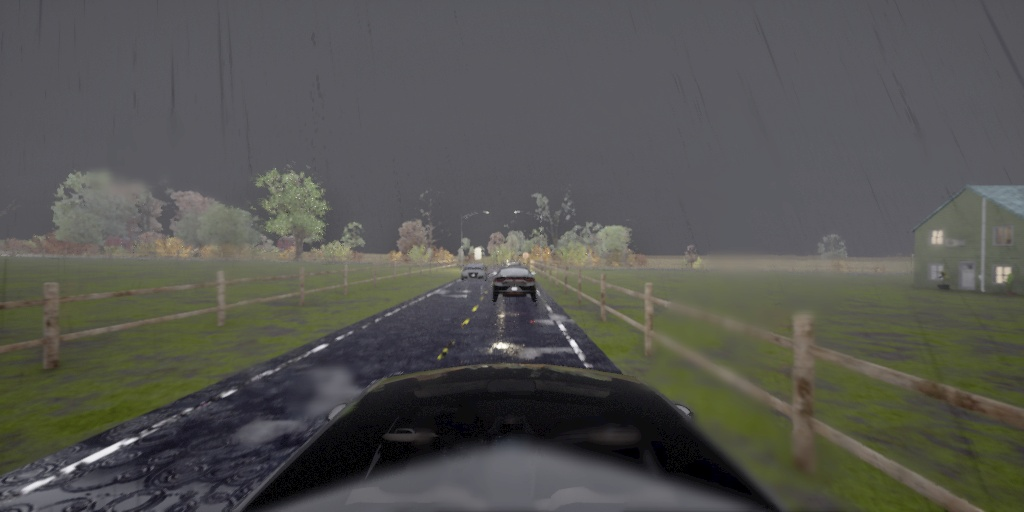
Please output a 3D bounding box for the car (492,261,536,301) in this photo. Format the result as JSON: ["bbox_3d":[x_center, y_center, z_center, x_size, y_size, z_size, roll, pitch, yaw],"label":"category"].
[{"bbox_3d":[0.100,1.172,17.066,1.882,1.535,5.008,0,0,0],"label":"car"}]

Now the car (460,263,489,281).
[{"bbox_3d":[-2.845,1.223,28.234,1.994,1.385,4.181,0,0,0],"label":"car"}]
